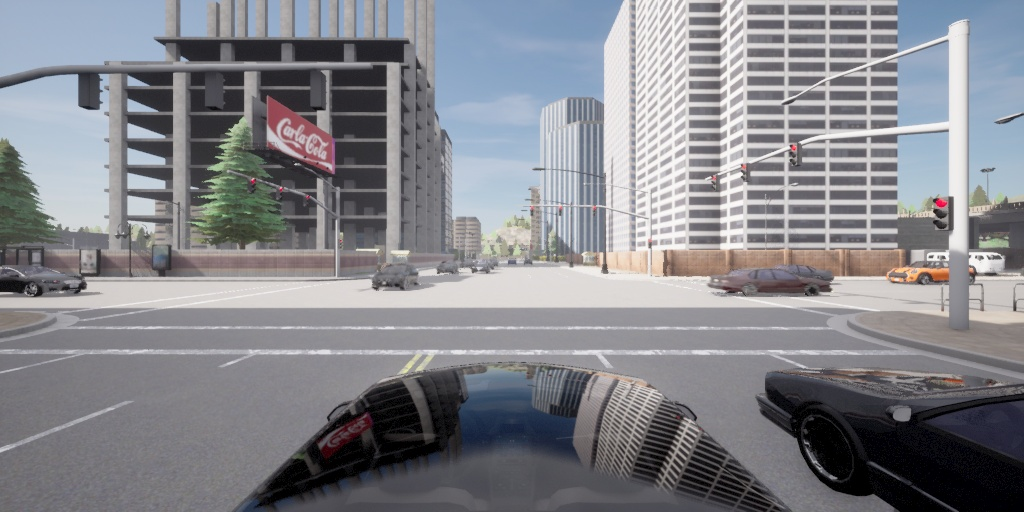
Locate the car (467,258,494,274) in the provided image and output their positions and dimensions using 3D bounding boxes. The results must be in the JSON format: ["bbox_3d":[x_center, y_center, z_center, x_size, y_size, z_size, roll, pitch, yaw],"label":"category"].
[{"bbox_3d":[-3.584,1.241,41.786,2.128,1.511,4.902,0,0,0],"label":"car"}]

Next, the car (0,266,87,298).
[{"bbox_3d":[-24.548,1.241,18.079,4.902,1.511,2.128,0,0,0],"label":"car"}]

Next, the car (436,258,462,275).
[{"bbox_3d":[-7.084,1.255,39.736,1.837,1.490,4.892,0,0,0],"label":"car"}]

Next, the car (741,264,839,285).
[{"bbox_3d":[19.646,1.297,25.495,5.357,1.411,2.033,0,0,0],"label":"car"}]

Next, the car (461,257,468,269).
[{"bbox_3d":[-7.069,1.256,55.884,1.837,1.490,4.892,0,0,0],"label":"car"}]

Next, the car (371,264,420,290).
[{"bbox_3d":[-7.091,1.254,22.303,1.837,1.490,4.892,0,0,0],"label":"car"}]

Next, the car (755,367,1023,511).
[{"bbox_3d":[3.597,1.297,1.449,2.033,1.411,5.357,0,0,0],"label":"car"}]

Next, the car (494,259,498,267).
[{"bbox_3d":[-3.575,1.242,51.999,2.128,1.511,4.902,0,0,0],"label":"car"}]

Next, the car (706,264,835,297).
[{"bbox_3d":[12.935,1.297,18.260,5.357,1.411,2.033,0,0,2],"label":"car"}]

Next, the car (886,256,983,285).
[{"bbox_3d":[29.655,1.102,25.517,4.553,1.767,2.097,0,0,1],"label":"car"}]
